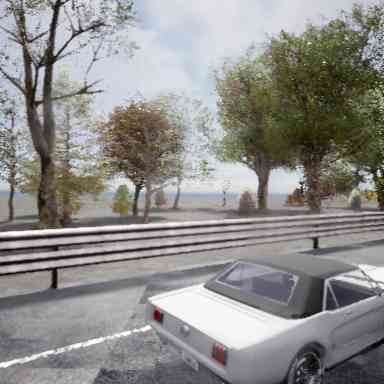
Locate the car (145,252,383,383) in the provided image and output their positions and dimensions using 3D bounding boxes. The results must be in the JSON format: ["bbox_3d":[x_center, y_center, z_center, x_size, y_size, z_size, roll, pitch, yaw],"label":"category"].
[{"bbox_3d":[1.797,1.617,5.030,4.718,1.301,1.895,0,0,-35],"label":"car"}]
